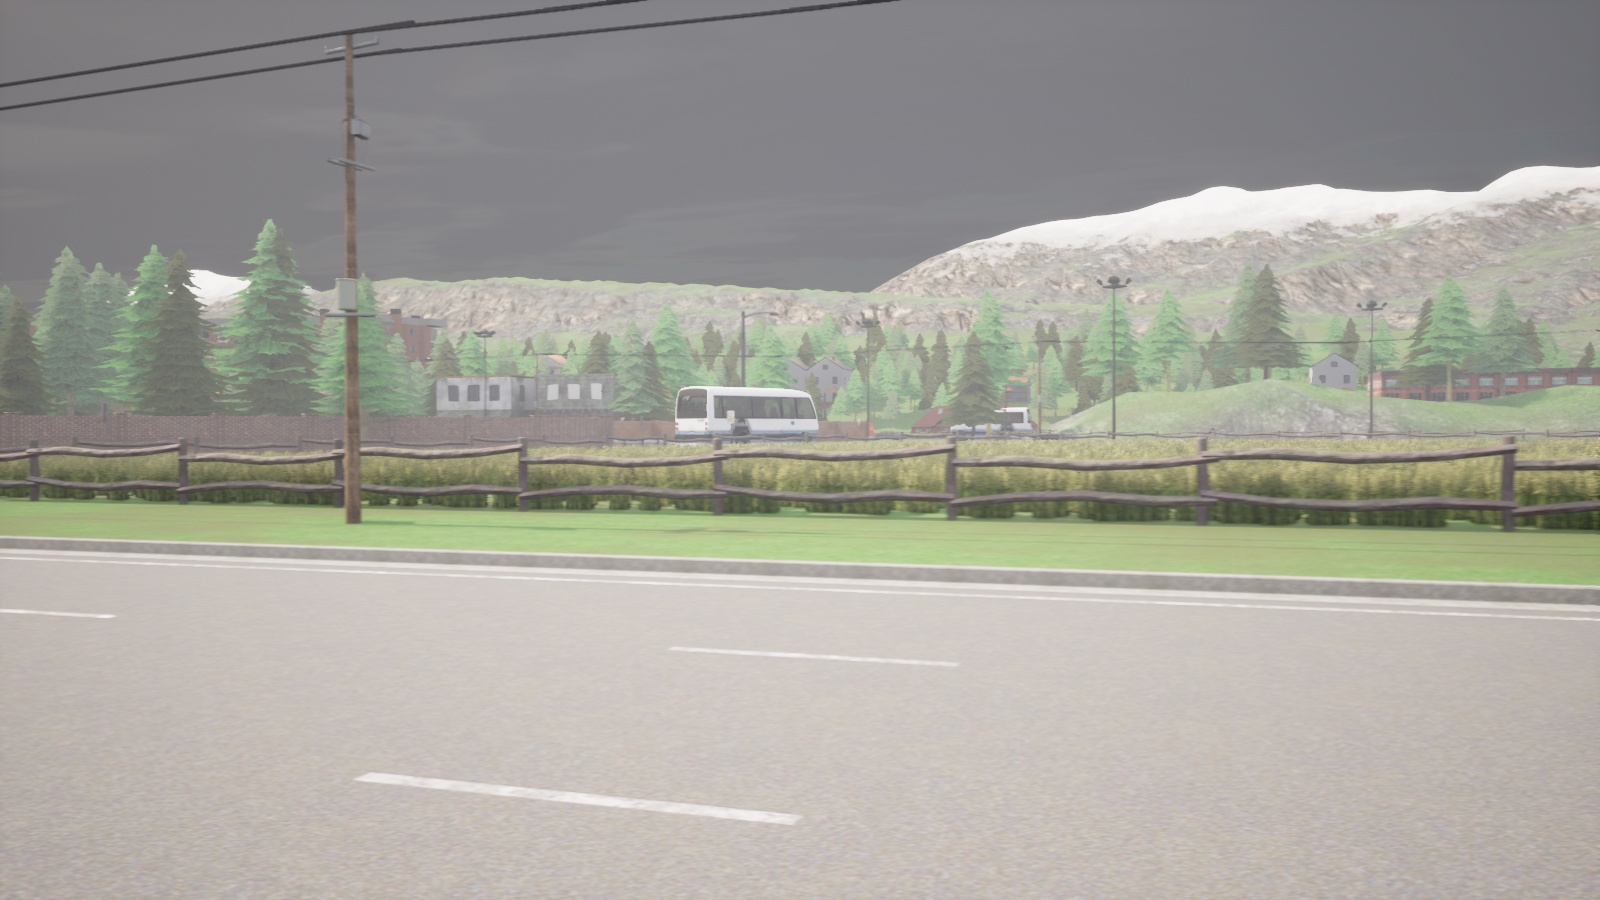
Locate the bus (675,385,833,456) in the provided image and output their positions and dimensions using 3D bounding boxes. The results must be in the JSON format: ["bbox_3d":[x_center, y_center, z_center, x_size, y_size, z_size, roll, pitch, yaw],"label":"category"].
[{"bbox_3d":[-2.823,-1.849,80.457,3.944,4.253,10.273,1,1,44],"label":"bus"}]
